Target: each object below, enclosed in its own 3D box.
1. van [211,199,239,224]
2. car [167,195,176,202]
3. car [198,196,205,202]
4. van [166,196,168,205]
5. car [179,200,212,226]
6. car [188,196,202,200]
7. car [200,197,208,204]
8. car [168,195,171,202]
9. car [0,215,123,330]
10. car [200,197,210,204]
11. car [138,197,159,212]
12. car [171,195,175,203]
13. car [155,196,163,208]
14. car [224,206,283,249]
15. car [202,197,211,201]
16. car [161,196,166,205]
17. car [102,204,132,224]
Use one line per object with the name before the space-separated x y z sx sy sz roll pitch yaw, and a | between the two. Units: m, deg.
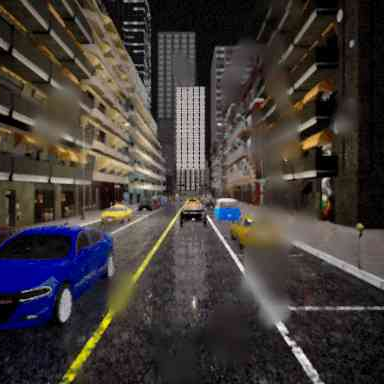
van | 2.674 1.441 25.622 1.690 1.788 3.998 -1 0 0
car | -5.722 1.697 91.912 2.192 1.841 5.009 -1 0 0
car | 2.662 1.927 91.900 1.887 1.381 4.507 -1 0 0
van | -5.714 1.577 58.773 1.690 1.788 3.998 -1 0 0
car | 0.094 1.586 24.204 2.128 1.511 4.902 0 0 0
car | 0.090 1.659 45.885 1.882 1.535 5.008 0 0 0
car | 2.665 1.834 75.501 1.752 1.417 4.829 -1 0 0
car | -5.715 1.700 64.296 1.967 1.590 4.097 -1 0 0
car | -3.080 1.506 7.338 1.882 1.535 5.008 0 0 0
car | 2.666 1.834 69.807 2.008 1.369 4.403 -1 0 0
car | -5.708 1.733 42.201 1.947 1.339 4.313 0 0 0
car | -5.717 1.898 80.866 1.947 1.339 4.313 -1 0 0
car | -5.709 1.734 47.725 1.887 1.381 4.507 0 0 0
car | 2.678 1.582 14.743 1.752 1.417 4.829 0 0 0
car | 2.671 1.740 47.713 2.008 1.369 4.403 -1 0 0
car | -5.711 1.757 53.248 1.887 1.381 4.507 0 0 0
car | -5.705 1.624 25.461 1.752 1.417 4.829 0 0 0
